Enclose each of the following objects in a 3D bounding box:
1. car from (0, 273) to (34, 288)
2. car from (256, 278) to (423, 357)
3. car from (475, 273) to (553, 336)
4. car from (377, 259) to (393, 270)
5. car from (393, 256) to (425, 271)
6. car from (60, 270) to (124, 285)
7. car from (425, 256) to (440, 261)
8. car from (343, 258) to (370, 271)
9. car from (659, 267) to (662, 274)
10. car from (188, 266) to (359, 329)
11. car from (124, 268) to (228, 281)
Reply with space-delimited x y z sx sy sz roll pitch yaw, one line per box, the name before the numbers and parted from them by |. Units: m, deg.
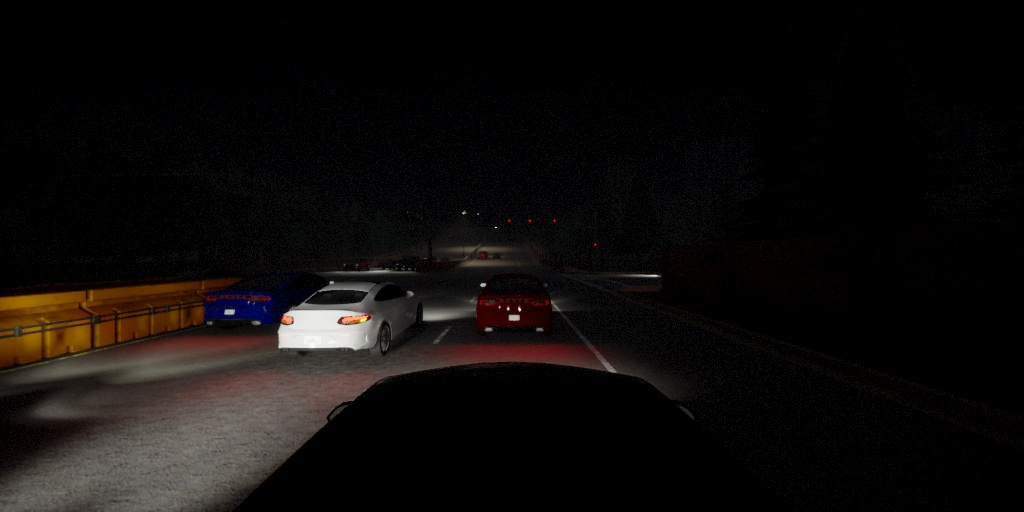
car | -21.122 1.261 13.028 1.837 1.490 4.892 0 0 0
car | -3.448 1.278 8.460 1.812 1.442 4.674 0 0 -1
car | 0.057 1.231 10.490 1.882 1.535 5.008 0 0 0
car | -17.702 1.260 53.090 2.128 1.511 4.902 0 0 0
car | -14.191 0.989 49.744 2.150 2.045 5.566 0 0 0
car | -17.629 1.320 16.170 1.994 1.385 4.181 0 0 0
car | -14.198 0.993 60.763 2.150 2.045 5.566 0 0 0
car | -21.191 1.119 49.003 2.097 1.767 4.553 0 0 0
car | 17.277 1.326 36.487 4.181 1.385 1.994 0 0 0
car | -6.941 1.231 11.298 1.882 1.535 5.008 0 0 0
car | -14.129 1.281 16.323 1.812 1.442 4.674 0 0 0
